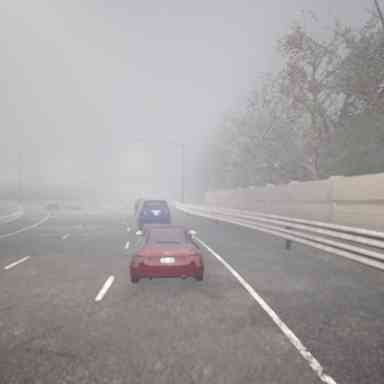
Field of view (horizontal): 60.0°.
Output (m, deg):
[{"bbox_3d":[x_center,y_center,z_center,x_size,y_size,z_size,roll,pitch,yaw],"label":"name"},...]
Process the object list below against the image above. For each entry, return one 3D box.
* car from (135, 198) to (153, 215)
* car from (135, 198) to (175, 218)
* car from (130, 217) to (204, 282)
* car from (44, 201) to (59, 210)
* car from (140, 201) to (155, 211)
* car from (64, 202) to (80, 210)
[{"bbox_3d":[-6.107,1.784,42.334,2.150,2.045,5.566,0,-1,-7],"label":"car"},{"bbox_3d":[-2.842,1.540,24.153,2.150,2.045,5.566,0,-1,-11],"label":"car"},{"bbox_3d":[-0.795,1.700,10.294,1.994,1.385,4.181,0,-1,-5],"label":"car"},{"bbox_3d":[-23.775,2.299,56.207,1.837,1.490,4.892,1,-1,-32],"label":"car"},{"bbox_3d":[-7.290,2.279,55.303,2.033,1.411,5.357,0,-1,-3],"label":"car"},{"bbox_3d":[-20.951,2.375,58.240,1.994,1.385,4.181,0,-1,-32],"label":"car"}]
